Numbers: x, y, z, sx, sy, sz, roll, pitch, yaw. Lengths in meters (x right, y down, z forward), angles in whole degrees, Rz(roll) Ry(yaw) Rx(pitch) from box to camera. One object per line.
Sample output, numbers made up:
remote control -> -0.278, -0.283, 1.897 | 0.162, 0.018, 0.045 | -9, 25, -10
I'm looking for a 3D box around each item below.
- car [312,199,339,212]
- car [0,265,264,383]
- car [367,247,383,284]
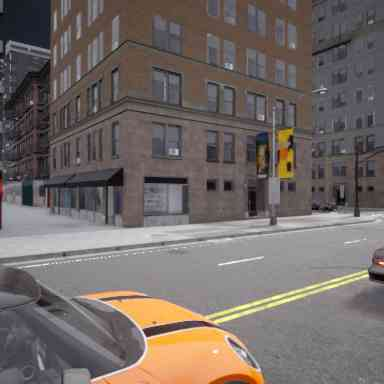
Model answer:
car -> 14.012, 1.536, 38.436 | 2.033, 1.411, 5.357 | 0, 0, -36
car -> -1.552, 1.352, 2.295 | 4.553, 1.767, 2.097 | 0, 0, -37
car -> 6.397, 1.550, 8.197 | 5.357, 1.411, 2.033 | 0, 0, -37
